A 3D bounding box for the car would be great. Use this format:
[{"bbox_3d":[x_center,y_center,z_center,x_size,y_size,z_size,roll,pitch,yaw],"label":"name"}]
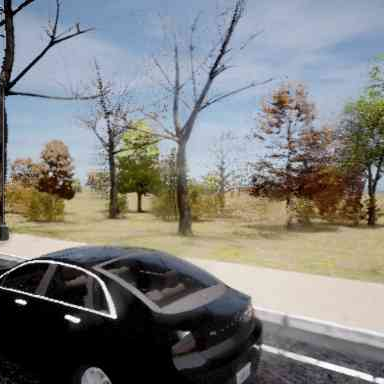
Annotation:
[{"bbox_3d":[-1.481,1.514,4.615,4.892,1.490,1.837,0,0,35],"label":"car"}]
